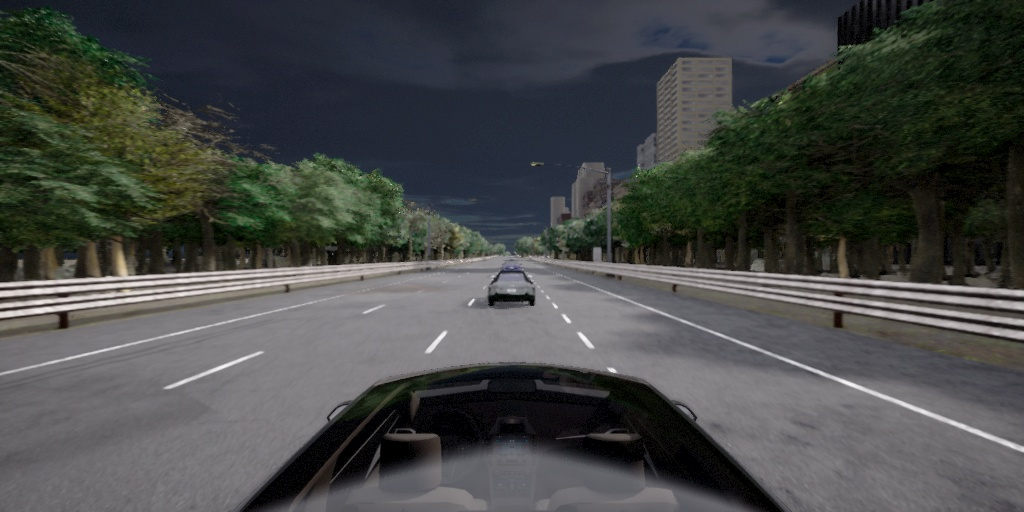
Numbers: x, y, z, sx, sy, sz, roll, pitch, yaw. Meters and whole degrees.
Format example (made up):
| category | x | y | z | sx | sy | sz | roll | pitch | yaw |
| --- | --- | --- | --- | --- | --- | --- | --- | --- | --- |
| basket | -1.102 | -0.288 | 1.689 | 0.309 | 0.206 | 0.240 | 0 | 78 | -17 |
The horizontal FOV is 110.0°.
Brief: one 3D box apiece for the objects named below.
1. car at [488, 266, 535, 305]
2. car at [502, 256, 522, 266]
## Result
| category | x | y | z | sx | sy | sz | roll | pitch | yaw |
| --- | --- | --- | --- | --- | --- | --- | --- | --- | --- |
| car | -0.013 | 1.331 | 16.101 | 1.994 | 1.385 | 4.181 | 0 | 0 | 0 |
| car | -0.025 | 1.174 | 38.044 | 2.097 | 1.767 | 4.553 | 0 | 0 | 0 |
